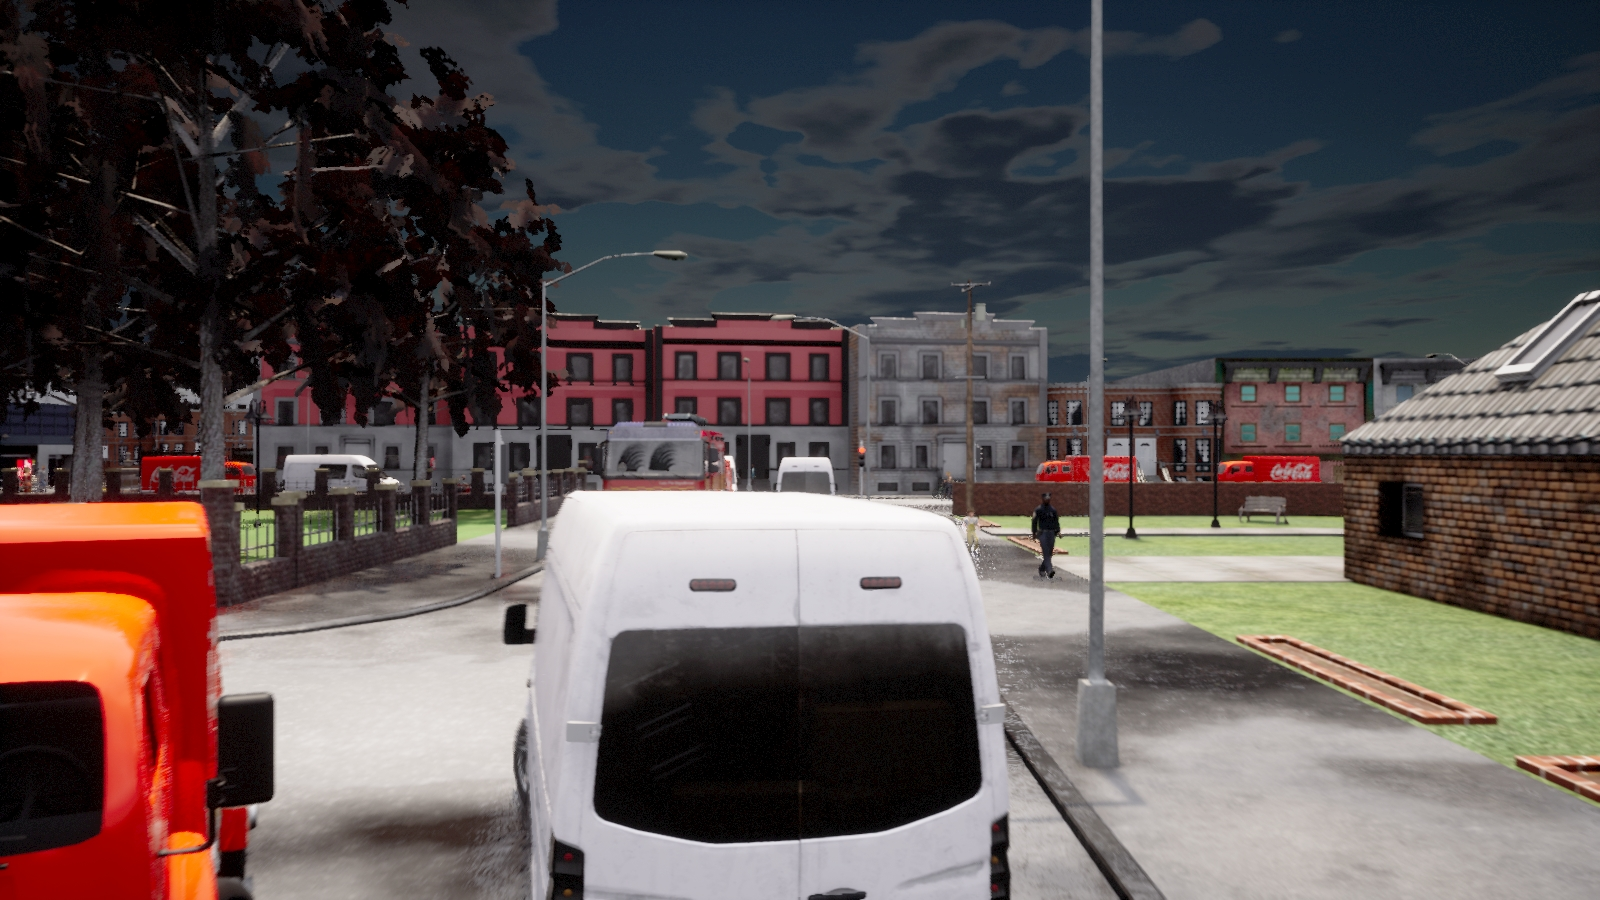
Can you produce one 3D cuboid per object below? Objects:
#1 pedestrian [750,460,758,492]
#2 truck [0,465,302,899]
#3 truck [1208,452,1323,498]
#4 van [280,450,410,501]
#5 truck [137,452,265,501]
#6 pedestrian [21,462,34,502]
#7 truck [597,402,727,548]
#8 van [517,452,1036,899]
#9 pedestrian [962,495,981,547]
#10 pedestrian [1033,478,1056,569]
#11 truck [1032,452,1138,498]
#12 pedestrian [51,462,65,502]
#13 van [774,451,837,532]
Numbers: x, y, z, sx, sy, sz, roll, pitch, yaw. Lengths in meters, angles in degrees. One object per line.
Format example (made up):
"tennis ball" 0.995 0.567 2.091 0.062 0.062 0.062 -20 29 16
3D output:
"pedestrian" -2.701 1.514 67.380 0.375 1.860 0.375 0 0 16
"truck" -4.114 1.347 5.704 2.627 2.467 5.204 0 0 -28
"truck" 25.435 1.337 62.577 5.204 2.467 2.627 0 0 0
"van" -23.340 1.307 58.752 5.915 2.561 1.988 0 0 0
"truck" -30.712 1.340 58.759 5.204 2.467 2.627 0 0 0
"pedestrian" -36.583 1.516 54.130 0.375 1.860 0.375 0 0 -9
"truck" -3.884 0.666 34.231 2.891 3.827 8.468 0 0 0
"van" -0.746 1.313 7.297 1.988 2.561 5.915 1 0 -14
"pedestrian" 4.350 1.800 28.994 0.375 1.300 0.375 0 0 -5
"pedestrian" 5.085 1.521 23.746 0.375 1.860 0.375 0 0 -3
"truck" 15.558 1.339 62.613 5.204 2.467 2.627 0 0 0
"pedestrian" -35.364 1.520 54.447 0.375 1.860 0.375 0 0 10
"van" 0.180 1.309 38.889 1.988 2.561 5.915 0 0 0
